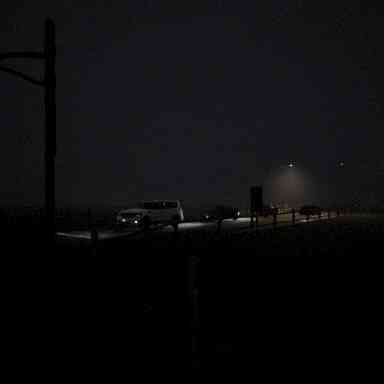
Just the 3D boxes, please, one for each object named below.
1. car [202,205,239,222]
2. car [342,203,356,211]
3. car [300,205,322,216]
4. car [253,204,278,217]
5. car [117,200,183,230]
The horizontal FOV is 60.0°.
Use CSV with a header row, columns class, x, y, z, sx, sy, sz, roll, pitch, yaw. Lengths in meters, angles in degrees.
class,x,y,z,sx,sy,sz,roll,pitch,yaw
car,2.869,2.067,32.539,2.128,1.511,4.902,0,-1,36
car,29.807,2.867,63.089,1.837,1.490,4.892,0,-1,36
car,15.584,2.409,43.653,1.812,1.442,4.674,0,-2,36
car,8.900,2.265,40.768,2.128,1.511,4.902,0,-1,36
car,-2.947,1.608,24.601,2.150,2.045,5.566,0,-1,36
